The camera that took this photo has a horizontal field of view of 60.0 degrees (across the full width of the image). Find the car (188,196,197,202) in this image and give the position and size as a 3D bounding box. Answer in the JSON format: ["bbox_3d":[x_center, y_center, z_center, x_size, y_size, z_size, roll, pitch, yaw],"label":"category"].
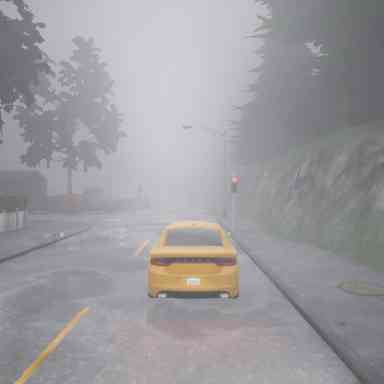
[{"bbox_3d":[0.012,1.508,71.061,1.895,1.301,4.718,0,0,0],"label":"car"}]

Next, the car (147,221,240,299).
[{"bbox_3d":[0.049,1.478,8.528,1.882,1.535,5.008,0,0,1],"label":"car"}]
